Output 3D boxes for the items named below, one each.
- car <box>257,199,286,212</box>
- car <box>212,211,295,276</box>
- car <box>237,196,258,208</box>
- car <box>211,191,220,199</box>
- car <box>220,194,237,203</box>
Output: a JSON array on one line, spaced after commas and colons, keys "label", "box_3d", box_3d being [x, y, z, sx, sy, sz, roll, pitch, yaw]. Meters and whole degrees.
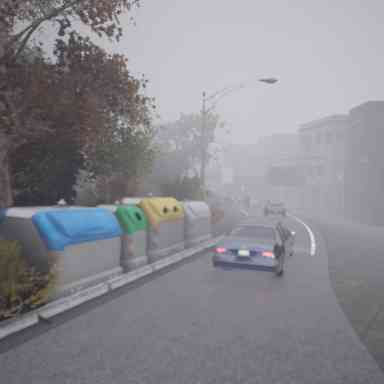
[{"label": "car", "box_3d": [7.584, 1.501, 31.132, 2.128, 1.511, 4.902, 1, 0, 8]}, {"label": "car", "box_3d": [2.176, 1.576, 10.658, 2.033, 1.411, 5.357, 2, 0, 21]}, {"label": "car", "box_3d": [7.905, 1.324, 44.683, 2.128, 1.511, 4.902, 0, 1, -3]}, {"label": "car", "box_3d": [4.301, 0.513, 64.451, 1.994, 1.385, 4.181, -1, 4, -13]}, {"label": "car", "box_3d": [6.522, 1.084, 54.636, 1.895, 1.301, 4.718, -1, 3, -11]}]
